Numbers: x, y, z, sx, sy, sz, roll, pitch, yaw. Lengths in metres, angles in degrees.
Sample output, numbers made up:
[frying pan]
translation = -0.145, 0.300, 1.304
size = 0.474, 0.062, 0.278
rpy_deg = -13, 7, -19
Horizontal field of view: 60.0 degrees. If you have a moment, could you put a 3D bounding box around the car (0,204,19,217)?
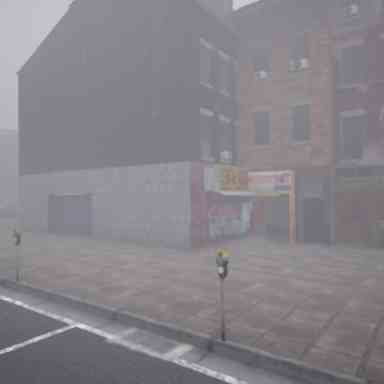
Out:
[car]
translation = -19.238, 1.984, 35.233
size = 2.033, 1.411, 5.357
rpy_deg = -1, -1, 36
